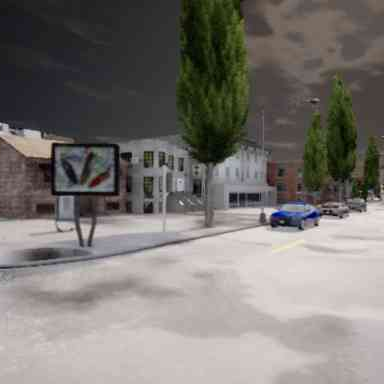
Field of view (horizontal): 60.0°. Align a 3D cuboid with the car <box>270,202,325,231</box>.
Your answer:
[{"bbox_3d":[6.510,1.422,20.801,1.882,1.535,5.008,1,0,35],"label":"car"}]

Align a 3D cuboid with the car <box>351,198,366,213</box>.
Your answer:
[{"bbox_3d":[18.170,1.449,37.113,1.837,1.490,4.892,1,0,36],"label":"car"}]

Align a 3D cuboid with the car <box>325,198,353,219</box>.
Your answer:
[{"bbox_3d":[12.244,1.508,28.846,1.994,1.385,4.181,1,0,36],"label":"car"}]
